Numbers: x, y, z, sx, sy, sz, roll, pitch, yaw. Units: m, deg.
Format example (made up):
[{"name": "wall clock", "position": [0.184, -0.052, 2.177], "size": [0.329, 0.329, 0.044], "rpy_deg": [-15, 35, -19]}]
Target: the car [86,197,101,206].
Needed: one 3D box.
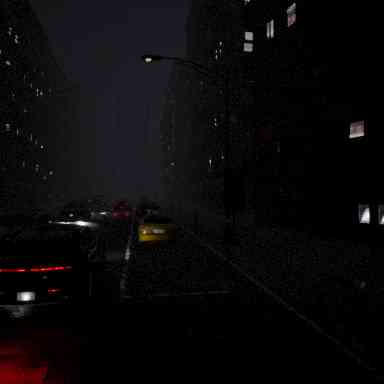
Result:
[{"name": "car", "position": [-17.072, 1.566, 57.639], "size": [1.887, 1.381, 4.507], "rpy_deg": [1, 0, -9]}]

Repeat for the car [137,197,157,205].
[{"name": "car", "position": [-3.435, 1.448, 26.238], "size": [1.967, 1.590, 4.097], "rpy_deg": [1, 0, -9]}]

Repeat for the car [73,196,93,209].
[{"name": "car", "position": [-15.280, 1.463, 46.703], "size": [1.967, 1.590, 4.097], "rpy_deg": [1, 0, -9]}]

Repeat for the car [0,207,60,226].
[{"name": "car", "position": [-7.287, 1.561, 13.838], "size": [2.033, 1.411, 5.357], "rpy_deg": [0, 0, -9]}]

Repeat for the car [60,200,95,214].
[{"name": "car", "position": [-9.450, 1.582, 27.106], "size": [1.994, 1.385, 4.181], "rpy_deg": [0, 0, -9]}]

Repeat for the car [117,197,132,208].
[{"name": "car", "position": [-10.101, 1.561, 50.333], "size": [2.033, 1.411, 5.357], "rpy_deg": [0, 0, -9]}]

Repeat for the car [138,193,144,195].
[{"name": "car", "position": [-8.809, 1.448, 59.045], "size": [1.967, 1.590, 4.097], "rpy_deg": [1, 0, -9]}]

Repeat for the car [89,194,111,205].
[{"name": "car", "position": [-11.847, 1.029, 42.288], "size": [2.097, 1.767, 4.553], "rpy_deg": [0, 0, -9]}]

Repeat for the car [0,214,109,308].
[{"name": "car", "position": [-3.189, 1.509, 7.994], "size": [1.837, 1.490, 4.892], "rpy_deg": [0, 0, -9]}]

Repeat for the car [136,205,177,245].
[{"name": "car", "position": [-1.674, 1.530, 15.470], "size": [1.752, 1.417, 4.829], "rpy_deg": [1, 0, -9]}]

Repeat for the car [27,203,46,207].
[{"name": "car", "position": [-11.672, 1.547, 24.664], "size": [1.752, 1.417, 4.829], "rpy_deg": [1, 0, -9]}]

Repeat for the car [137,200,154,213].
[{"name": "car", "position": [-5.229, 1.592, 37.173], "size": [1.802, 1.307, 4.206], "rpy_deg": [1, 0, -9]}]

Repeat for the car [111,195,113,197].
[{"name": "car", "position": [-20.655, 1.567, 79.510], "size": [2.008, 1.369, 4.403], "rpy_deg": [1, 0, -9]}]

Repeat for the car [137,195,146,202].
[{"name": "car", "position": [-11.496, 1.444, 75.449], "size": [1.967, 1.590, 4.097], "rpy_deg": [1, 0, -9]}]

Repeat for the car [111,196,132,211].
[{"name": "car", "position": [-8.399, 1.540, 40.160], "size": [1.812, 1.442, 4.674], "rpy_deg": [0, 0, -9]}]

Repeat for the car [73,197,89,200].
[{"name": "car", "position": [-14.386, 1.569, 41.235], "size": [1.887, 1.381, 4.507], "rpy_deg": [1, 0, -9]}]

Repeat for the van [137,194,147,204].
[{"name": "van", "position": [-9.703, 1.348, 64.512], "size": [1.690, 1.788, 3.998], "rpy_deg": [1, 0, -9]}]

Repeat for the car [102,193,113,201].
[{"name": "car", "position": [-21.546, 1.329, 84.978], "size": [2.192, 1.841, 5.009], "rpy_deg": [1, 0, -9]}]

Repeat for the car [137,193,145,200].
[{"name": "car", "position": [-14.180, 1.312, 91.852], "size": [2.192, 1.841, 5.009], "rpy_deg": [1, 0, -9]}]
